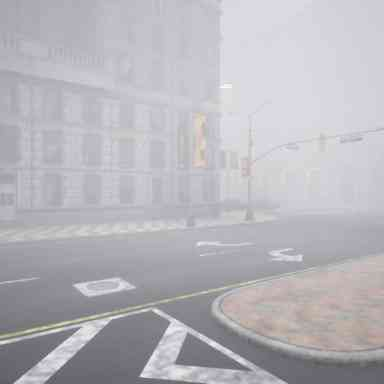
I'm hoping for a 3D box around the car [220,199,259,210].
[{"bbox_3d":[5.509,1.548,42.376,2.033,1.411,5.357,0,0,-36],"label":"car"}]

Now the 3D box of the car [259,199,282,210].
[{"bbox_3d":[9.440,1.563,42.911,1.994,1.385,4.181,0,0,-36],"label":"car"}]
